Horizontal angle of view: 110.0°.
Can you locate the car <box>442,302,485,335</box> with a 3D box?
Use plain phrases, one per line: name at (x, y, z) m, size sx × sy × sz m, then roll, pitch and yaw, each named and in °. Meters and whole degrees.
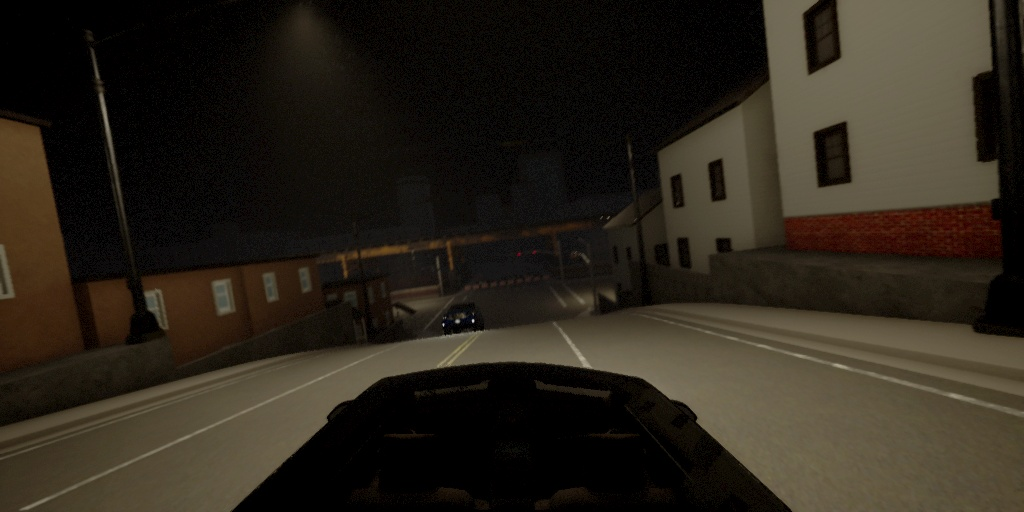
car at (-3.187, 4.203, 24.269) m, size 2.150 × 2.045 × 5.566 m, roll -8°, pitch -14°, yaw 1°
